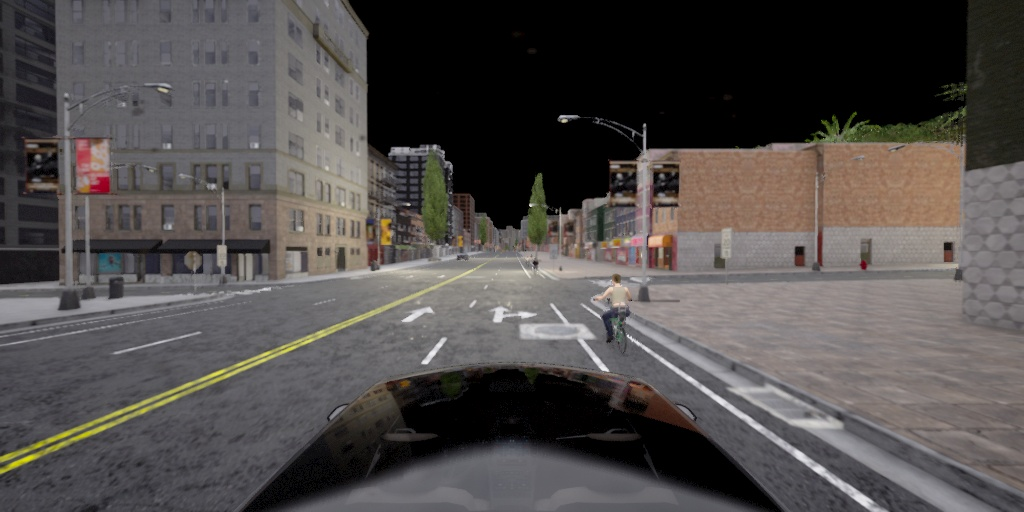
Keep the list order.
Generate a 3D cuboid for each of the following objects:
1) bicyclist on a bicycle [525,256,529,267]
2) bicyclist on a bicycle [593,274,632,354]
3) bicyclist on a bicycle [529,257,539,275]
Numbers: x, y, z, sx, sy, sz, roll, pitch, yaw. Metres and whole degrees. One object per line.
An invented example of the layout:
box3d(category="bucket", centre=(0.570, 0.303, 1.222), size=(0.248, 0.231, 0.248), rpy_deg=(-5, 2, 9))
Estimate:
box3d(category="bicyclist on a bicycle", centre=(2.258, 0.826, 51.322), size=(0.866, 1.612, 1.509), rpy_deg=(0, 1, 0))
box3d(category="bicyclist on a bicycle", centre=(2.230, 1.183, 7.746), size=(0.866, 1.612, 1.509), rpy_deg=(0, 0, 0))
box3d(category="bicyclist on a bicycle", centre=(2.256, 1.022, 34.452), size=(0.659, 1.776, 1.843), rpy_deg=(0, 1, 0))
